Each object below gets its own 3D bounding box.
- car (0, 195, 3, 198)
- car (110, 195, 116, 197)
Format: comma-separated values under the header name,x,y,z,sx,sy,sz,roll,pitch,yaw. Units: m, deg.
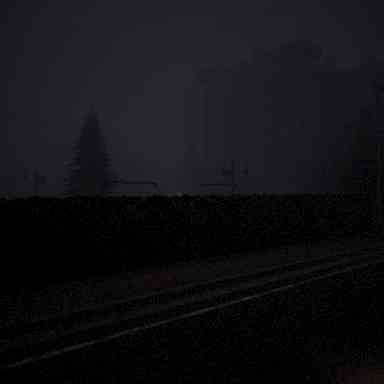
name,x,y,z,sx,sy,sz,roll,pitch,yaw
car,-40.312,1.371,67.393,3.633,1.501,1.845,0,0,-38
car,-12.416,1.110,54.376,1.882,1.535,5.008,0,0,-38
